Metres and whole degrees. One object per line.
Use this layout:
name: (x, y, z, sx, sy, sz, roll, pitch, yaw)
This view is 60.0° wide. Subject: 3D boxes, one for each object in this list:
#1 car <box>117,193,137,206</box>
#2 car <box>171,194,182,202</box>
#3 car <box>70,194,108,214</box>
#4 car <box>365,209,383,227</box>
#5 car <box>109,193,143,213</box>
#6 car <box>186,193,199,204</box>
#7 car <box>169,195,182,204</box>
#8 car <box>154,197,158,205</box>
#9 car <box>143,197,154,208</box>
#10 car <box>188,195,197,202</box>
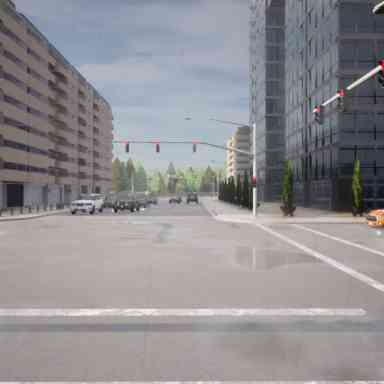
car: (-10.721, 1.219, 55.023, 2.150, 2.045, 5.566, 0, 0, 1)
car: (-3.389, 1.355, 74.301, 2.097, 1.767, 4.553, 0, 0, 1)
car: (-10.918, 1.221, 34.981, 2.150, 2.045, 5.566, 0, 0, -1)
car: (13.585, 1.407, 21.136, 4.553, 1.767, 2.097, 0, 0, 0)
car: (-7.408, 1.221, 38.155, 2.150, 2.045, 5.566, 0, 0, 1)
car: (0.080, 1.221, 63.864, 2.150, 2.045, 5.566, 0, 0, 1)
car: (-3.414, 1.526, 64.283, 1.812, 1.442, 4.674, 0, 0, 1)
car: (-7.171, 1.564, 58.419, 1.994, 1.385, 4.181, 0, 0, 1)
car: (-7.311, 1.547, 48.399, 2.033, 1.411, 5.357, 0, 0, 1)
car: (0.119, 1.500, 74.577, 1.837, 1.490, 4.892, 0, 0, 1)
